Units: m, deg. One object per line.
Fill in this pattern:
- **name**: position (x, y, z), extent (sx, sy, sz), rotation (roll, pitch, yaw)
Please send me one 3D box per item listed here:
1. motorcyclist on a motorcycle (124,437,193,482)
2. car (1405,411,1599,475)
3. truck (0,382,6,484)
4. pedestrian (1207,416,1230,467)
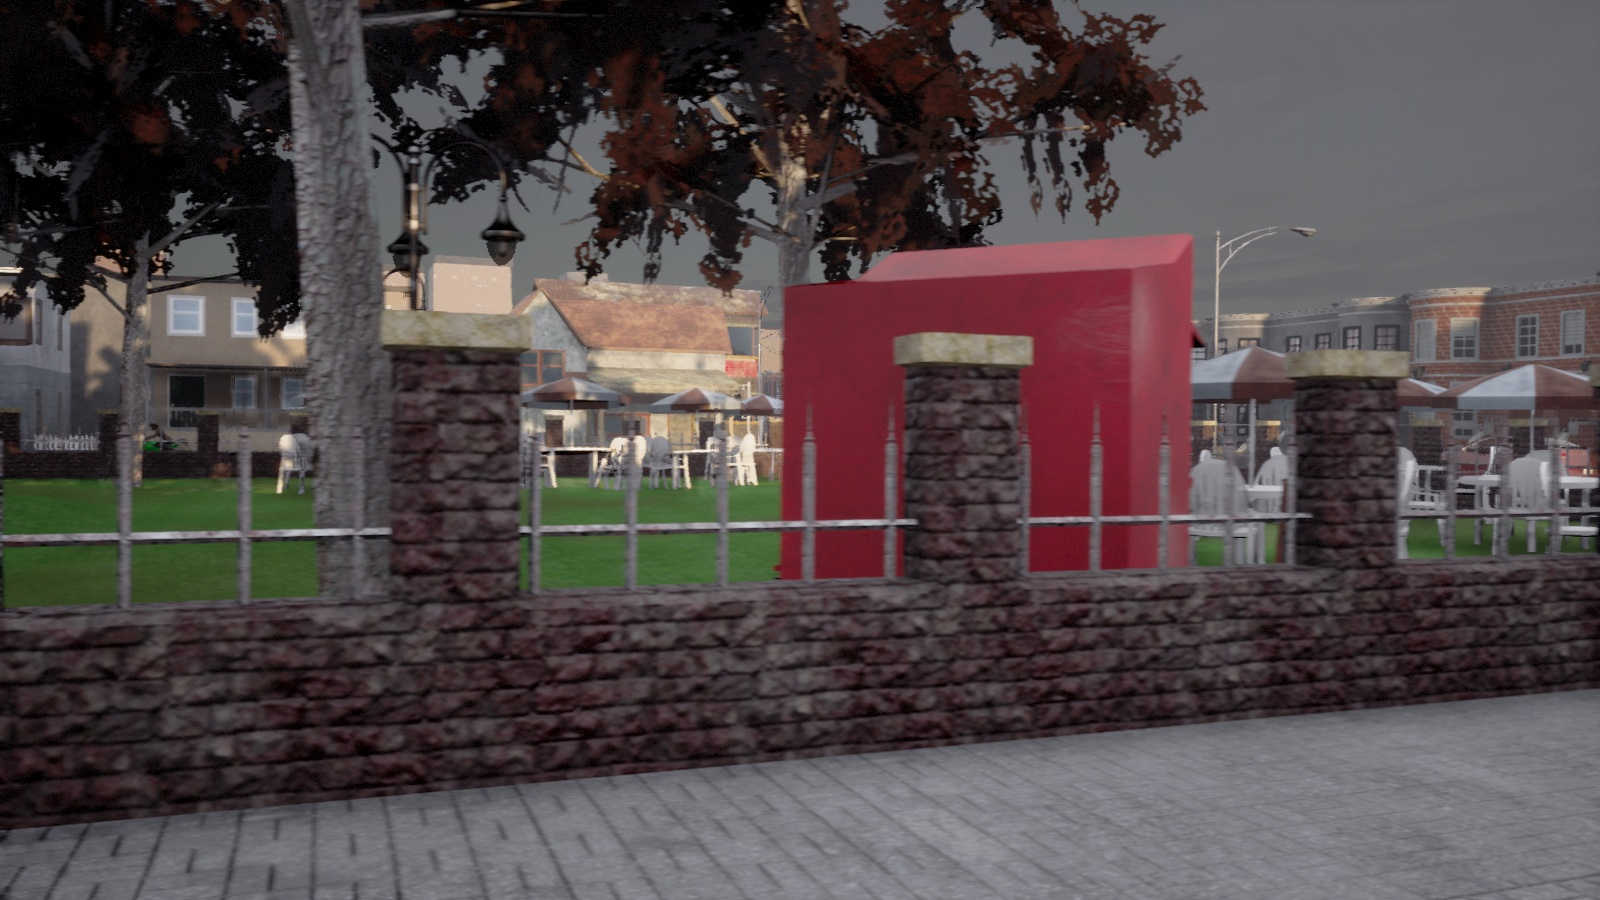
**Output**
- **motorcyclist on a motorcycle**: position (-22.310, 0.310, 43.719), extent (2.044, 1.523, 0.797), rotation (-1, 1, -21)
- **car**: position (19.857, -0.213, 35.304), extent (2.152, 1.651, 5.027), rotation (-1, 1, -20)
- **truck**: position (-30.642, -0.513, 40.558), extent (7.936, 3.462, 2.891), rotation (-1, 1, -20)
- **pedestrian**: position (15.326, -0.323, 45.977), extent (0.726, 1.835, 0.370), rotation (-1, 1, -10)
